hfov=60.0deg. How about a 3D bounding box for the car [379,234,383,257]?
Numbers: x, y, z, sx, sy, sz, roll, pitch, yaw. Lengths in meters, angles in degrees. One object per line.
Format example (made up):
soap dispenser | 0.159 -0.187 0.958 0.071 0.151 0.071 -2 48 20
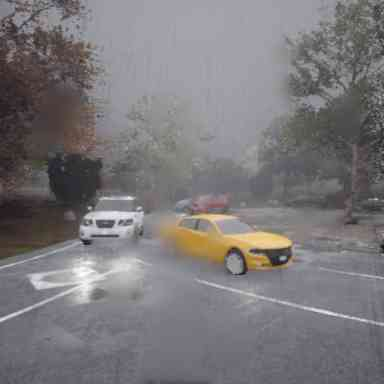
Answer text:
car | 7.792 1.535 8.856 4.902 1.511 2.128 0 0 34

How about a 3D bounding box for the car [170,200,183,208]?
car | -0.461 1.521 35.971 1.837 1.490 4.892 0 -1 36

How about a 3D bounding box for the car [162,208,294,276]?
car | 0.915 1.486 10.810 1.882 1.535 5.008 0 0 -37

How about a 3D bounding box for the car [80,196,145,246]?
car | -3.489 1.210 15.640 2.150 2.045 5.566 1 0 -2

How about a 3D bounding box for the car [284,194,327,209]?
car | 15.552 1.243 45.567 5.566 2.045 2.150 1 -1 -1

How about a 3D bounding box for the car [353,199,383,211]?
car | 22.314 1.632 41.662 4.892 1.490 1.837 1 0 17

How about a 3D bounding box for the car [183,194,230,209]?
car | 1.831 1.247 34.007 2.150 2.045 5.566 0 0 34
